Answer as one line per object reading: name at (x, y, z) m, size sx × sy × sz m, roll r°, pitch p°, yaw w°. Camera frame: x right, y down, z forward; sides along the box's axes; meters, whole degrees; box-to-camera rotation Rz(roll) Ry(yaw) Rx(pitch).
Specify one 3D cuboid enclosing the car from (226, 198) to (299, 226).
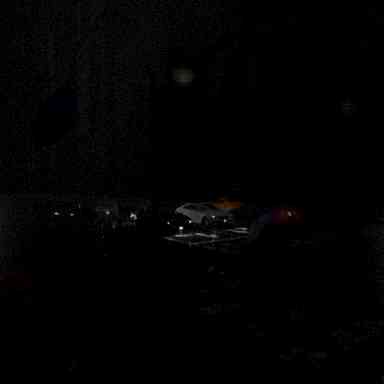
car at (4.477, 1.402, 22.206) m, size 2.033 × 1.411 × 5.357 m, roll -1°, pitch 1°, yaw -36°

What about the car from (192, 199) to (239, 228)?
car at (0.609, 1.415, 21.709) m, size 1.812 × 1.442 × 4.674 m, roll -1°, pitch 1°, yaw -36°

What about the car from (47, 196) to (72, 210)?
car at (-15.293, 1.230, 38.247) m, size 1.882 × 1.535 × 5.008 m, roll -1°, pitch 1°, yaw -35°

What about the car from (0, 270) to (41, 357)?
car at (-4.152, 1.545, 3.690) m, size 4.507 × 1.381 × 1.887 m, roll 0°, pitch -1°, yaw -36°

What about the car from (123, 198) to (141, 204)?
car at (-5.365, 1.297, 29.980) m, size 2.128 × 1.511 × 4.902 m, roll -1°, pitch 1°, yaw -36°

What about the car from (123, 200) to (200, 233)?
car at (-1.978, 1.484, 19.747) m, size 2.033 × 1.411 × 5.357 m, roll -1°, pitch 1°, yaw -32°

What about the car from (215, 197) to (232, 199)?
car at (2.702, 1.223, 30.236) m, size 1.882 × 1.535 × 5.008 m, roll -1°, pitch 1°, yaw -36°

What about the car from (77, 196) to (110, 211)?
car at (-11.449, 1.269, 38.466) m, size 2.033 × 1.411 × 5.357 m, roll -1°, pitch 1°, yaw -35°

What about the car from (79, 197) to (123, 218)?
car at (-8.086, 1.343, 28.201) m, size 2.128 × 1.511 × 4.902 m, roll -1°, pitch 1°, yaw -36°
